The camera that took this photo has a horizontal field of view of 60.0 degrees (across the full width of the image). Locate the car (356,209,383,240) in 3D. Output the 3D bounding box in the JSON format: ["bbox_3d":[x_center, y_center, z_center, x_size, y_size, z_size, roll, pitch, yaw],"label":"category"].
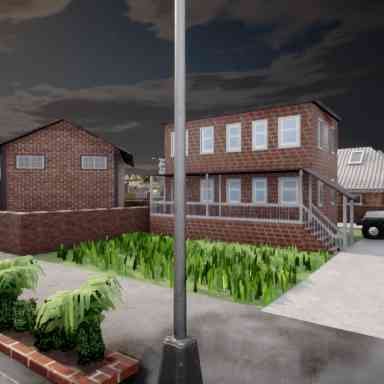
[{"bbox_3d":[8.470,0.973,12.606,3.866,1.878,1.905,0,0,36],"label":"car"}]
